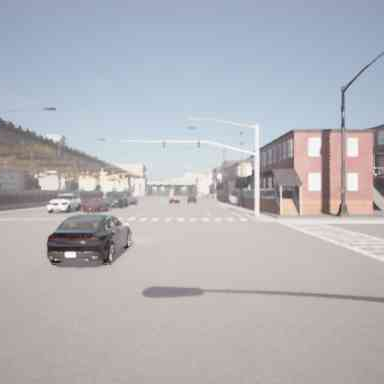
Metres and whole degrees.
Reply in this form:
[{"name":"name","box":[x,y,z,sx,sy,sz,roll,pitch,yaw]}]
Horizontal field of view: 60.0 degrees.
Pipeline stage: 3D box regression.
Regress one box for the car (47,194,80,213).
[{"name":"car","box":[-14.078,1.220,37.100,2.150,2.045,5.566,0,0,0]}]

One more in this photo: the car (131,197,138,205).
[{"name":"car","box":[-10.485,1.544,57.552,2.033,1.411,5.357,0,0,0]}]

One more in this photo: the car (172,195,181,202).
[{"name":"car","box":[-3.481,1.519,74.616,1.812,1.442,4.674,0,0,0]}]

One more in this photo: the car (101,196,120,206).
[{"name":"car","box":[-13.985,1.488,57.426,2.128,1.511,4.902,0,0,0]}]

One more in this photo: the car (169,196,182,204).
[{"name":"car","box":[-3.484,1.596,64.520,1.895,1.301,4.718,0,0,0]}]

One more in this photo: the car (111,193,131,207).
[{"name":"car","box":[-10.519,1.219,46.861,2.150,2.045,5.566,0,0,1]}]

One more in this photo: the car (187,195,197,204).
[{"name":"car","box":[0.019,1.496,64.376,1.837,1.490,4.892,0,0,0]}]

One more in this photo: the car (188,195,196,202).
[{"name":"car","box":[0.019,1.472,74.675,1.882,1.535,5.008,0,0,0]}]

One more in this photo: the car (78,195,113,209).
[{"name":"car","box":[-10.578,1.476,36.977,1.882,1.535,5.008,0,0,0]}]

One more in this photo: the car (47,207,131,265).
[{"name":"car","box":[-3.396,1.504,11.720,1.837,1.490,4.892,0,0,0]}]

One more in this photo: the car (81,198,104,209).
[{"name":"car","box":[-14.014,1.561,47.114,1.994,1.385,4.181,0,0,0]}]
